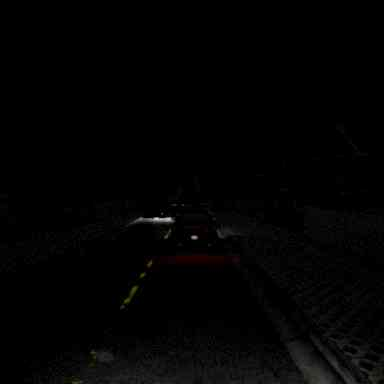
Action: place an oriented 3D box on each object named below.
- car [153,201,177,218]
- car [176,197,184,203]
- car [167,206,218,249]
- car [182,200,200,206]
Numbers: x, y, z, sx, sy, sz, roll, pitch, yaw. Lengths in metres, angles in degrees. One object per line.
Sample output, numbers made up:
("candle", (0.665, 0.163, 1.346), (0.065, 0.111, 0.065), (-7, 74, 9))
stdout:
("car", (-2.841, 1.881, 33.888), (1.994, 1.385, 4.181), (0, 0, 0))
("car", (-2.739, 1.895, 75.161), (1.837, 1.490, 4.892), (0, 0, 0))
("car", (0.095, 1.621, 15.247), (1.882, 1.535, 5.008), (0, -1, 0))
("car", (0.103, 1.848, 34.548), (1.812, 1.442, 4.674), (0, 0, 0))
